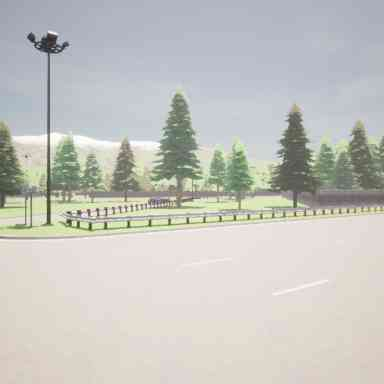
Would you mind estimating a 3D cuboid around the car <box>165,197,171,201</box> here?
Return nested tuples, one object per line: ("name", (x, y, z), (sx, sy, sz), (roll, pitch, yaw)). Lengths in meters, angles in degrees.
("car", (-5.665, 1.601, 69.789), (1.895, 1.301, 4.718), (0, 0, 5))

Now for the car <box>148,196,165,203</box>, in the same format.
("car", (-6.661, 1.526, 59.562), (1.812, 1.442, 4.674), (0, 0, 5))
